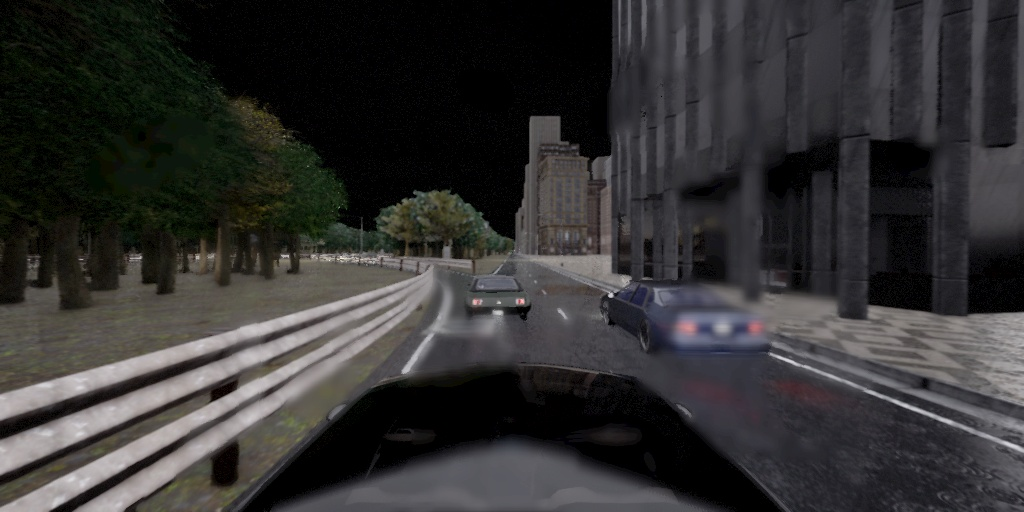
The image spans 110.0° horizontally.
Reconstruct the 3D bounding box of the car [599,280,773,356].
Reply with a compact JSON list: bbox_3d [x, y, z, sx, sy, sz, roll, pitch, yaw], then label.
[{"bbox_3d":[3.594,1.284,8.628,2.033,1.411,5.357,0,0,0],"label":"car"}]

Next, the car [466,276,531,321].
[{"bbox_3d":[-0.607,1.330,12.394,1.895,1.301,4.718,0,0,-6],"label":"car"}]
